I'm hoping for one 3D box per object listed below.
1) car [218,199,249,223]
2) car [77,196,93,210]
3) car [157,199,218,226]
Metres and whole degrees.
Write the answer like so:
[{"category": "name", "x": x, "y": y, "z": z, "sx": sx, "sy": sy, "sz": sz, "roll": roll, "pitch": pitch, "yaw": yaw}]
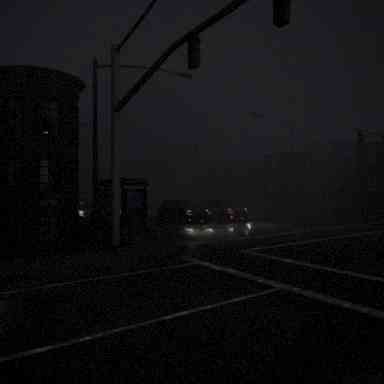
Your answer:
[{"category": "car", "x": 2.284, "y": 1.355, "z": 25.694, "sx": 2.097, "sy": 1.767, "sz": 4.553, "roll": 0, "pitch": 0, "yaw": -35}, {"category": "car", "x": -13.748, "y": 1.351, "z": 42.271, "sx": 2.097, "sy": 1.767, "sz": 4.553, "roll": 0, "pitch": 0, "yaw": -35}, {"category": "car", "x": -0.618, "y": 1.354, "z": 23.736, "sx": 2.097, "sy": 1.767, "sz": 4.553, "roll": 0, "pitch": 0, "yaw": -35}]
